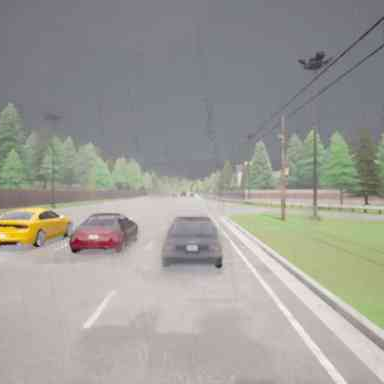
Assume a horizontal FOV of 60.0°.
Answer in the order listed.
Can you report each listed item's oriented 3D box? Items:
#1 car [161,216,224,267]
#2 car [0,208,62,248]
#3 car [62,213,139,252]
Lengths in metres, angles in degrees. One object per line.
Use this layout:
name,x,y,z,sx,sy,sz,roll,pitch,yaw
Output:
car,0.027,1.529,11.322,2.033,1.411,5.357,0,0,0
car,-6.943,1.454,14.686,1.882,1.535,5.008,0,0,0
car,-3.450,1.543,13.727,1.994,1.385,4.181,0,0,1
